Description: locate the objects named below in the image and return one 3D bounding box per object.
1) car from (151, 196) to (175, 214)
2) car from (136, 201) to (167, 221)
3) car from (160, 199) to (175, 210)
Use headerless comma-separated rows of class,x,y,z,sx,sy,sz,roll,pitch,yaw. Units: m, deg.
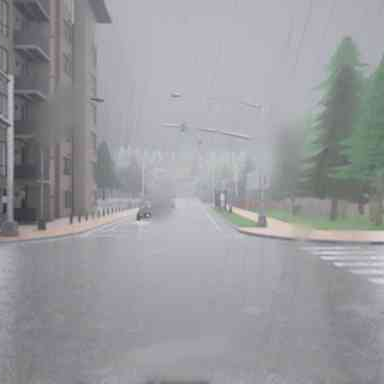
car,-3.617,1.480,39.753,2.150,2.045,5.566,0,0,0
car,-3.611,1.753,29.094,1.994,1.385,4.181,0,0,0
car,-3.584,1.806,50.371,1.882,1.535,5.008,0,0,0
